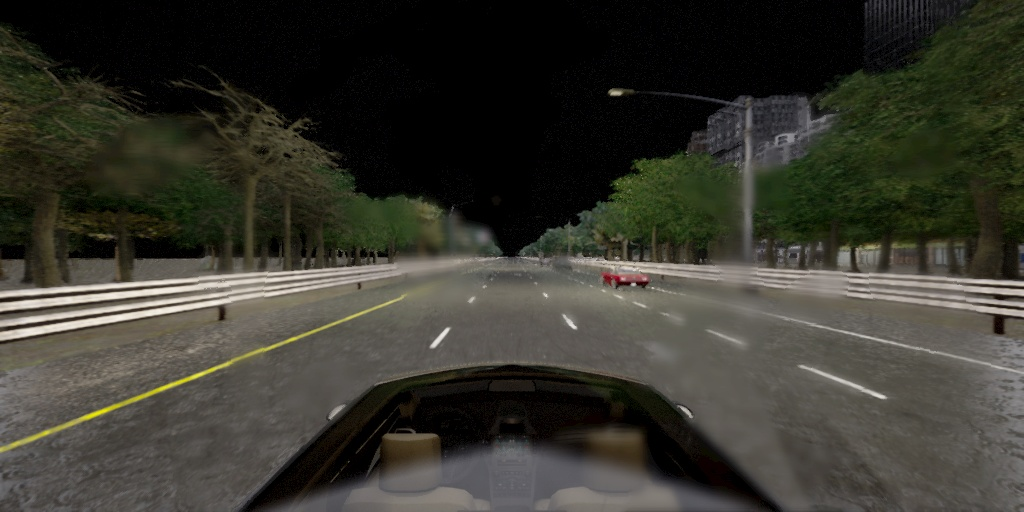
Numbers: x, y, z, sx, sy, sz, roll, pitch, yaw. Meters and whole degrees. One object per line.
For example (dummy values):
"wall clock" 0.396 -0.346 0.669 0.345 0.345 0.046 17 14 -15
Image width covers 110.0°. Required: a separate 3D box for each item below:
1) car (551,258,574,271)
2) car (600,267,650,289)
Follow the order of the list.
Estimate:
"car" 7.031 1.113 49.845 2.097 1.767 4.553 0 0 0
"car" 7.010 1.359 22.912 1.895 1.301 4.718 0 0 0
